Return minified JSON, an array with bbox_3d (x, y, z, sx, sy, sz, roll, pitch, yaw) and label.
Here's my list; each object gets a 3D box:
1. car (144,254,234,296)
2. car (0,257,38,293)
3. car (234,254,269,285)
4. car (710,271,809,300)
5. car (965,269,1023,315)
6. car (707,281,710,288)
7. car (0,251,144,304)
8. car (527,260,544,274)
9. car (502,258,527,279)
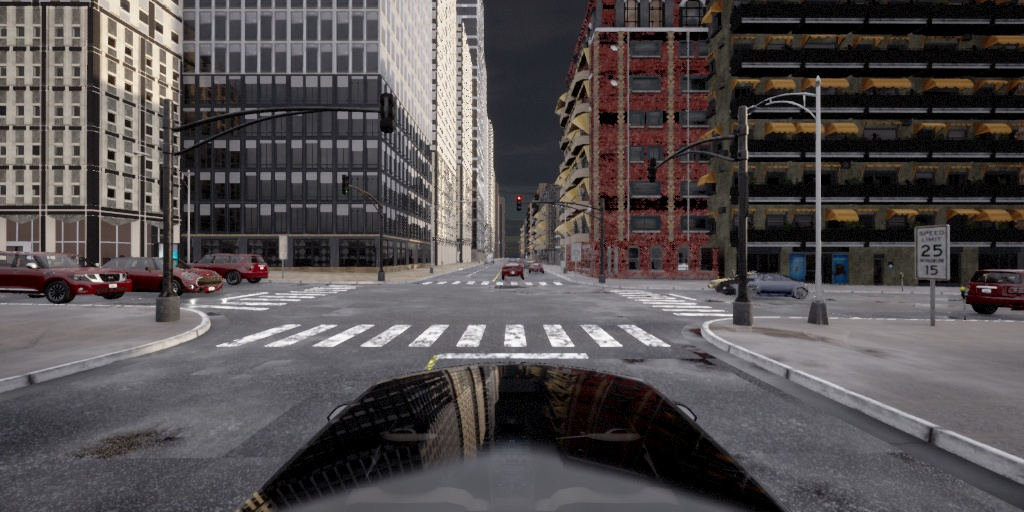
[{"bbox_3d":[-15.722,0.835,16.082,4.553,1.767,2.097,1,0,0],"label":"car"},{"bbox_3d":[-24.941,0.789,16.018,5.008,1.535,1.882,1,0,-1],"label":"car"},{"bbox_3d":[-17.680,0.776,21.856,5.009,1.841,2.192,0,0,0],"label":"car"},{"bbox_3d":[13.538,1.595,19.485,4.181,1.385,1.994,1,0,-1],"label":"car"},{"bbox_3d":[20.616,1.461,13.785,5.009,1.841,2.192,0,0,0],"label":"car"},{"bbox_3d":[14.660,1.587,22.090,4.829,1.417,1.751,0,0,0],"label":"car"},{"bbox_3d":[-17.558,0.757,13.477,5.009,1.841,2.192,0,0,0],"label":"car"},{"bbox_3d":[2.800,1.341,41.805,1.802,1.307,4.207,0,0,0],"label":"car"},{"bbox_3d":[0.081,1.231,32.744,1.882,1.535,5.008,0,0,0],"label":"car"}]
